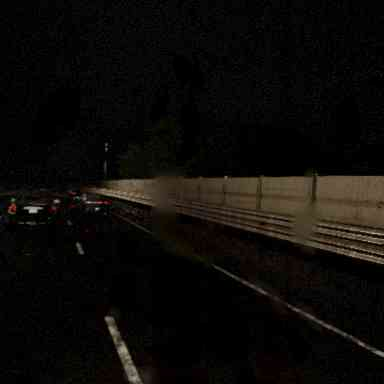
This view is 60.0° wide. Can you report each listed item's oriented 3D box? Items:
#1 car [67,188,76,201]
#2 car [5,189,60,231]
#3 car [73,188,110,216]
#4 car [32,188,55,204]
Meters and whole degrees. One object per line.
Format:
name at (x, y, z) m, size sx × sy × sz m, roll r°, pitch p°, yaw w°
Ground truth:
car at (-13.957, 0.278, 40.168) m, size 1.837 × 1.490 × 4.892 m, roll 3°, pitch 1°, yaw -22°
car at (-7.553, 0.751, 16.054) m, size 2.097 × 1.767 × 4.553 m, roll 3°, pitch 1°, yaw -23°
car at (-7.076, 0.811, 23.830) m, size 2.128 × 1.511 × 4.902 m, roll 3°, pitch 1°, yaw -23°
car at (-15.045, 0.376, 33.793) m, size 1.895 × 1.301 × 4.718 m, roll 3°, pitch 1°, yaw -23°
